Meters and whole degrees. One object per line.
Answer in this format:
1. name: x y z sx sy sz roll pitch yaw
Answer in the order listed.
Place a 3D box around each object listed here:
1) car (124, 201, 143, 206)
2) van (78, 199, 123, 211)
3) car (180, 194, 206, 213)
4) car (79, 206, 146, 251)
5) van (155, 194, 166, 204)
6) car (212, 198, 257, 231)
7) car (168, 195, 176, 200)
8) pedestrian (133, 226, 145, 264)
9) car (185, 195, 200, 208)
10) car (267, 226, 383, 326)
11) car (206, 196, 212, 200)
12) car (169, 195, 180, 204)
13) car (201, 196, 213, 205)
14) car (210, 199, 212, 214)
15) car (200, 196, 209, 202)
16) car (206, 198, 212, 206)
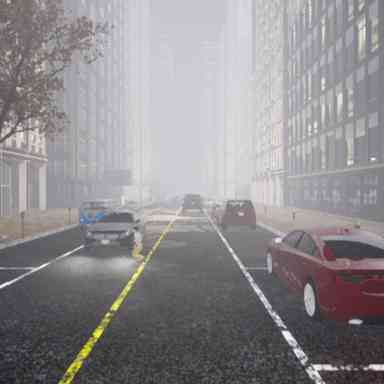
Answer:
1. car: -5.702 1.535 31.979 2.008 1.369 4.403 0 0 0
2. van: -5.701 1.332 20.585 1.690 1.788 3.998 0 0 0
3. car: 0.082 1.204 36.138 2.150 2.045 5.566 0 0 0
4. car: -3.103 1.520 14.239 1.812 1.442 4.674 0 0 0
5. van: -5.711 1.294 60.473 1.690 1.788 3.998 0 0 0
6. car: 2.679 1.306 20.583 2.192 1.841 5.009 0 0 0
7. car: -5.718 1.434 94.662 1.887 1.381 4.507 0 0 0
8. pedestrian: -1.671 1.570 10.283 0.375 1.300 0.375 0 0 0
9. car: 0.075 1.320 49.233 2.097 1.767 4.553 0 0 0
10. car: 2.998 1.476 7.283 1.882 1.535 5.008 0 0 0
11. car: 2.674 1.493 49.244 1.752 1.417 4.829 0 0 0
12. car: -3.029 1.455 63.836 1.837 1.490 4.892 0 0 0
13. car: 2.671 1.518 60.471 1.947 1.339 4.313 0 0 0
14. car: 2.679 1.513 26.450 1.752 1.417 4.829 0 0 0
15. car: 2.668 1.500 71.867 1.947 1.339 4.313 0 0 0
16. car: 2.678 1.529 31.979 1.887 1.381 4.507 0 0 0
